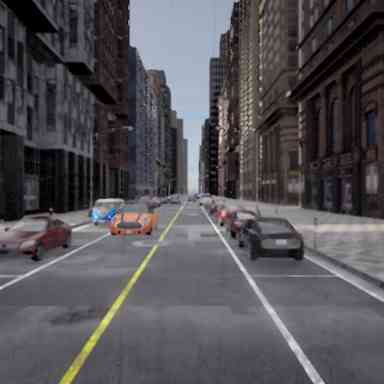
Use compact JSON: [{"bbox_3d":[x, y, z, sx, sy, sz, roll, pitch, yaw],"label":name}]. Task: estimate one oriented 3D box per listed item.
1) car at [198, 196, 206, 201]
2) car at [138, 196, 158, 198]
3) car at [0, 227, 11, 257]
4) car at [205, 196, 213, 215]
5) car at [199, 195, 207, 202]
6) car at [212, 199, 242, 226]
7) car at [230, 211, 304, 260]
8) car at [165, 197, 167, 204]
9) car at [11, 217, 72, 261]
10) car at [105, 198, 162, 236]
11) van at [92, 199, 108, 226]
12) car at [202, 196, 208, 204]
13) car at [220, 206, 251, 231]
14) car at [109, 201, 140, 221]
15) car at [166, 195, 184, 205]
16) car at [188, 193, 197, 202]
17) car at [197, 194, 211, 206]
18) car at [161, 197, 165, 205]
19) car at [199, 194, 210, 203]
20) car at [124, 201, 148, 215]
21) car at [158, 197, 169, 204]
[{"bbox_3d":[2.733,1.774,90.734,1.947,1.339,4.313,0,0,0],"label":"car"},{"bbox_3d":[-5.777,1.396,40.303,2.192,1.841,5.009,0,0,0],"label":"car"},{"bbox_3d":[-5.766,1.595,6.689,1.802,1.307,4.206,0,0,0],"label":"car"},{"bbox_3d":[2.750,1.509,34.717,1.967,1.590,4.097,0,0,0],"label":"car"},{"bbox_3d":[2.735,1.632,85.133,1.967,1.590,4.097,0,0,0],"label":"car"},{"bbox_3d":[2.753,1.486,23.514,1.967,1.590,4.097,0,0,0],"label":"car"},{"bbox_3d":[2.757,1.589,12.310,1.947,1.339,4.313,0,0,0],"label":"car"},{"bbox_3d":[-5.783,1.698,62.710,1.947,1.339,4.313,0,0,0],"label":"car"},{"bbox_3d":[-5.768,1.605,12.291,1.802,1.307,4.206,0,0,0],"label":"car"},{"bbox_3d":[-3.104,1.388,18.652,2.097,1.767,4.553,0,0,0],"label":"car"},{"bbox_3d":[-5.772,1.387,23.496,1.690,1.788,3.998,0,0,0],"label":"van"},{"bbox_3d":[2.746,1.618,46.091,1.752,1.417,4.829,0,0,0],"label":"car"},{"bbox_3d":[2.755,1.617,17.912,1.802,1.307,4.206,0,0,0],"label":"car"},{"bbox_3d":[-5.773,1.582,28.928,1.752,1.417,4.829,0,0,0],"label":"car"},{"bbox_3d":[-3.063,1.690,60.564,1.994,1.385,4.181,0,0,1],"label":"car"},{"bbox_3d":[-0.021,1.551,74.720,2.033,1.411,5.357,0,0,0],"label":"car"},{"bbox_3d":[2.377,1.339,57.491,2.150,2.045,5.566,0,0,0],"label":"car"},{"bbox_3d":[-5.780,1.545,51.506,1.967,1.590,4.097,0,0,0],"label":"car"},{"bbox_3d":[2.737,1.476,73.929,2.192,1.841,5.009,0,0,0],"label":"car"},{"bbox_3d":[-5.775,1.651,34.699,1.802,1.307,4.206,0,0,0],"label":"car"},{"bbox_3d":[-5.785,1.712,68.312,1.947,1.339,4.313,0,0,0],"label":"car"}]
